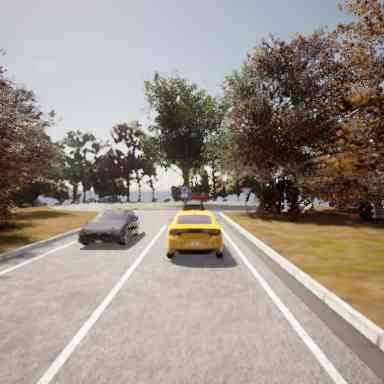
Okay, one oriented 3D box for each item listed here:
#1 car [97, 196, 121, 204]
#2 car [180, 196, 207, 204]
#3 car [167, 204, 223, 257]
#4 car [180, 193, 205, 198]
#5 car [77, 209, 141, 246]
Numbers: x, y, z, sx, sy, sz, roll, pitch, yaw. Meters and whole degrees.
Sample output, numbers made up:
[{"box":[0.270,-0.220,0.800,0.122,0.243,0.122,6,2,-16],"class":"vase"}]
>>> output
[{"box":[-15.318,1.436,61.270,1.837,1.490,4.892,-2,-1,32],"class":"car"},{"box":[0.300,1.443,30.671,1.882,1.535,5.008,0,0,5],"class":"car"},{"box":[0.097,1.463,12.870,1.882,1.535,5.008,0,0,0],"class":"car"},{"box":[0.198,1.147,69.195,5.566,2.045,2.150,0,0,5],"class":"car"},{"box":[-3.593,1.530,15.438,2.033,1.411,5.357,0,0,0],"class":"car"}]
